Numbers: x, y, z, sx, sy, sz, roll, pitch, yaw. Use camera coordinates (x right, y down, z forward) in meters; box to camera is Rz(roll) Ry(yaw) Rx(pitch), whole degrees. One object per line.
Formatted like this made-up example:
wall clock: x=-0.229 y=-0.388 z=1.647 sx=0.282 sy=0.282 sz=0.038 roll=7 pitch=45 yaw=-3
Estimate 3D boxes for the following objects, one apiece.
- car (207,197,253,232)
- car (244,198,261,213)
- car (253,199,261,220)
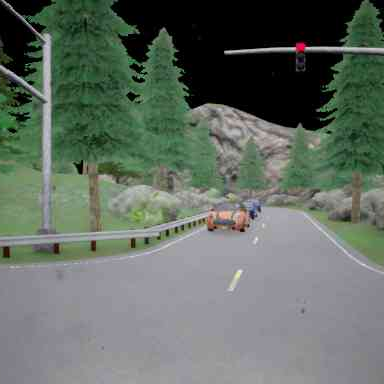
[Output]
car: x=2.326 y=1.383 z=20.314 sx=2.097 sy=1.767 sz=4.553 roll=0 pitch=0 yaw=15
car: x=7.061 y=1.536 z=39.035 sx=1.882 sy=1.535 sz=5.008 roll=0 pitch=0 yaw=9
car: x=4.675 y=1.522 z=29.143 sx=1.882 sy=1.535 sz=5.008 roll=0 pitch=0 yaw=15
